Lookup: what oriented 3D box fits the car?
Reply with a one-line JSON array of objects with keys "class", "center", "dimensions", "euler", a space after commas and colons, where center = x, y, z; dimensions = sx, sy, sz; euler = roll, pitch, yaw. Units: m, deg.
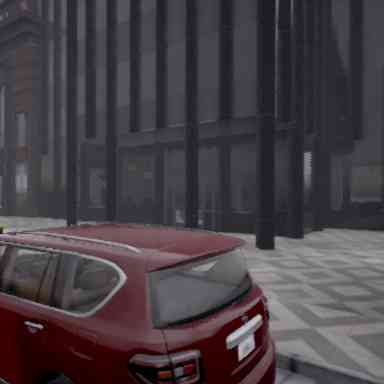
[{"class": "car", "center": [-1.513, 1.314, 4.039], "dimensions": [5.009, 1.841, 2.192], "euler": [0, 0, 35]}]
